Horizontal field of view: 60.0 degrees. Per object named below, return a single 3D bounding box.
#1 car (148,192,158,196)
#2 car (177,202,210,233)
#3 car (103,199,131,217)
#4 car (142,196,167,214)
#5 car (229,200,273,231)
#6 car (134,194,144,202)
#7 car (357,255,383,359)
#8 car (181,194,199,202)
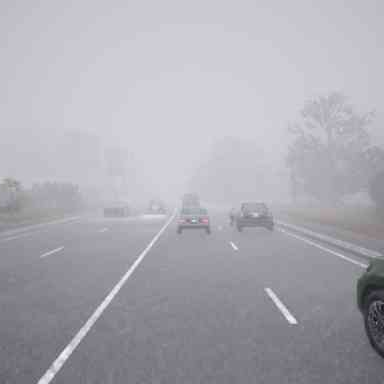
[{"bbox_3d":[-8.833,1.115,76.514,2.150,2.045,5.566,0,0,-14],"label":"car"},{"bbox_3d":[0.099,1.551,19.833,2.033,1.411,5.357,0,0,0],"label":"car"},{"bbox_3d":[-7.174,1.483,32.113,1.882,1.535,5.008,0,0,-1],"label":"car"},{"bbox_3d":[-3.745,1.498,36.002,2.128,1.511,4.902,0,0,-1],"label":"car"},{"bbox_3d":[3.596,1.356,20.874,2.097,1.767,4.553,0,0,0],"label":"car"},{"bbox_3d":[-11.543,1.264,73.199,2.097,1.767,4.553,0,0,-14],"label":"car"},{"bbox_3d":[3.599,1.222,2.742,2.150,2.045,5.566,0,0,0],"label":"car"},{"bbox_3d":[-0.233,1.230,42.273,2.150,2.045,5.566,0,0,-2],"label":"car"}]
